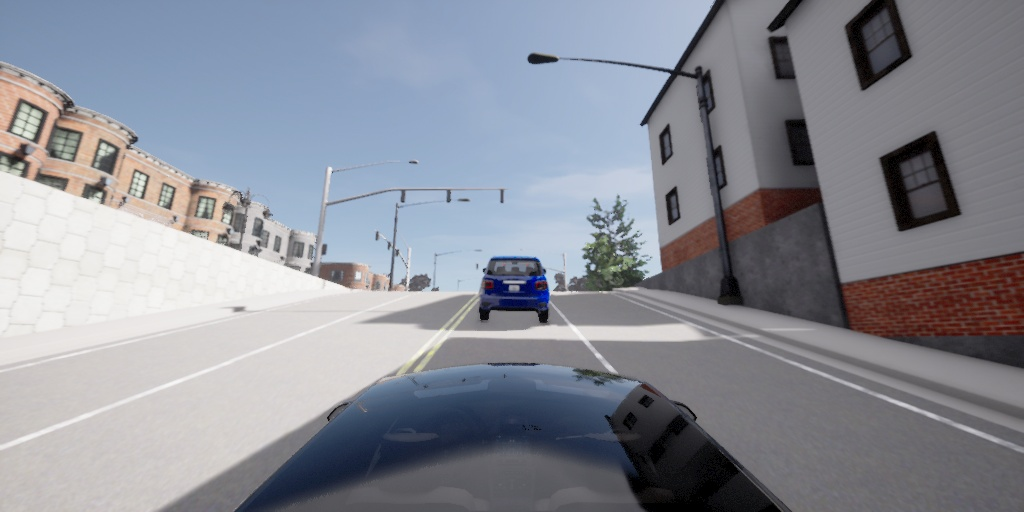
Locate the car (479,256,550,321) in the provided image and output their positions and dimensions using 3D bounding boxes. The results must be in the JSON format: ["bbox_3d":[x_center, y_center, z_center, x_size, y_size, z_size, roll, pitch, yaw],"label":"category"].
[{"bbox_3d":[0.082,1.027,12.806,2.150,2.045,5.566,1,-1,0],"label":"car"}]
